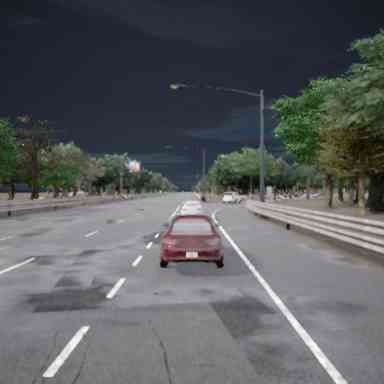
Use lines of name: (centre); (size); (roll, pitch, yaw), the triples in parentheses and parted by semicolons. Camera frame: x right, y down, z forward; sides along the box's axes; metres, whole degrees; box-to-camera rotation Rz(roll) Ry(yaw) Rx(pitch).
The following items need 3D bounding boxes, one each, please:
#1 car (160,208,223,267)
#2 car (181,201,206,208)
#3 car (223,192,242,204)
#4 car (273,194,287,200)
car: (-0.004, 1.489, 11.101); (1.812, 1.442, 4.674); (0, 0, 0)
car: (0.097, 1.446, 26.767); (1.812, 1.442, 4.674); (0, 0, 2)
car: (7.222, 1.025, 58.914); (2.150, 2.045, 5.566); (0, 0, 24)
car: (21.729, 1.213, 81.543); (1.812, 1.442, 4.674); (0, 0, 45)
